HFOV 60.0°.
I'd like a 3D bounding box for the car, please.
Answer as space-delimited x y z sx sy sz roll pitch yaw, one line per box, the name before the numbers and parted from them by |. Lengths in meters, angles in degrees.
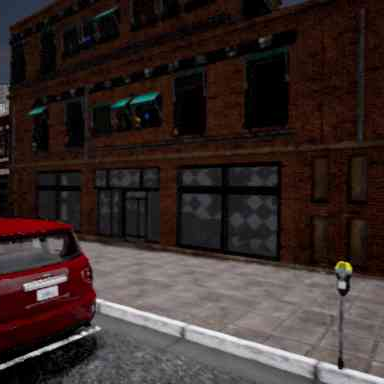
car | -3.730 1.347 5.514 5.009 1.841 2.192 0 1 36
